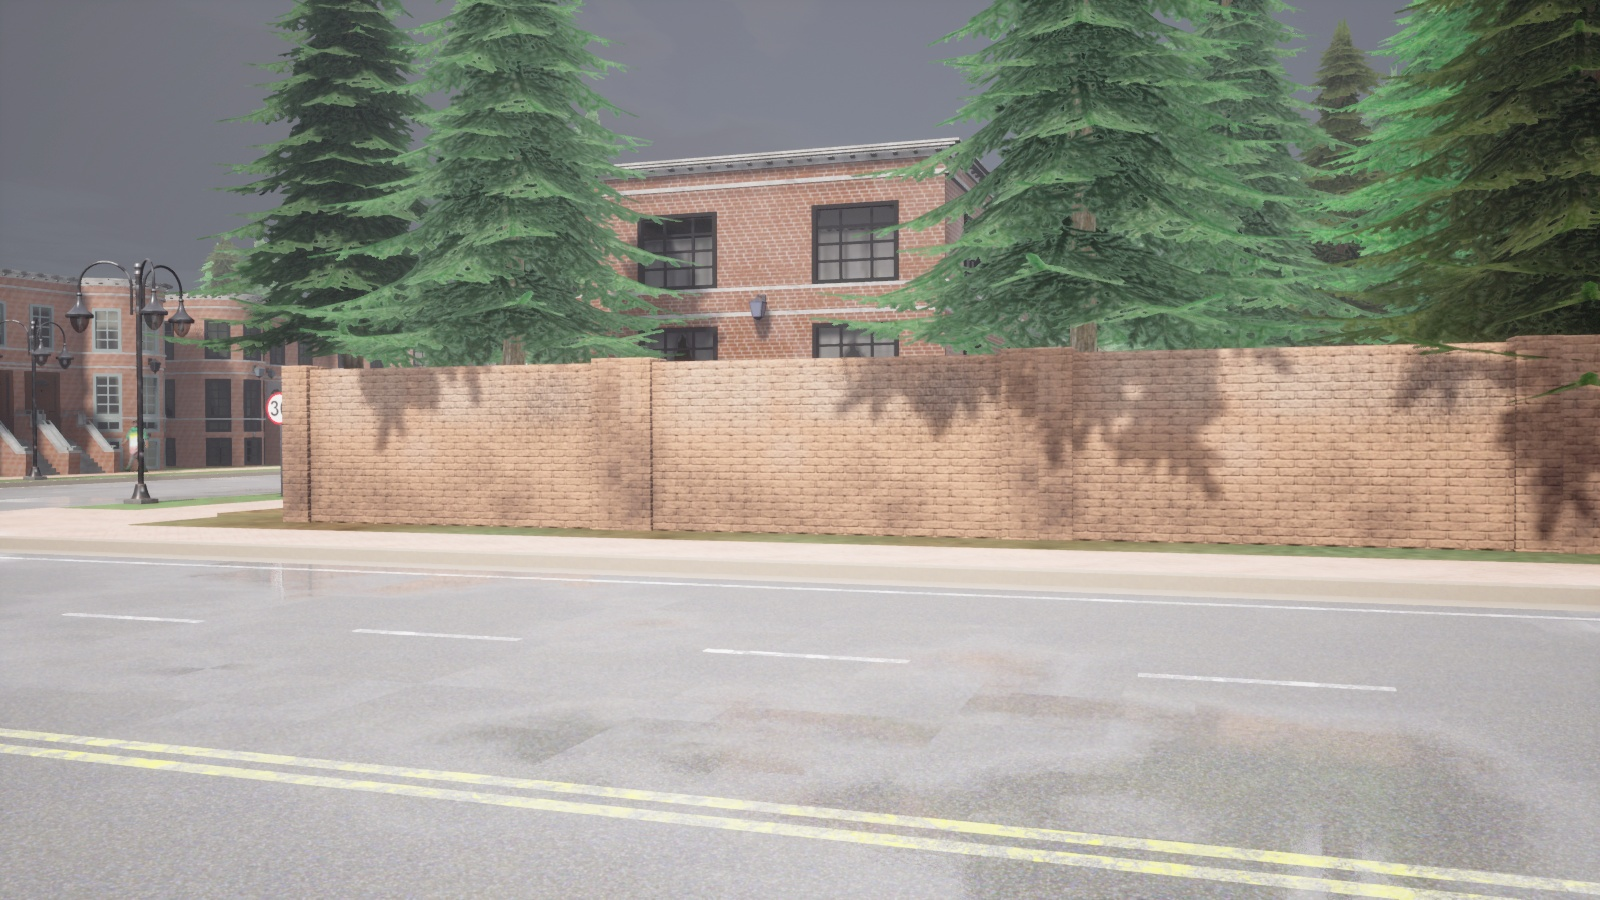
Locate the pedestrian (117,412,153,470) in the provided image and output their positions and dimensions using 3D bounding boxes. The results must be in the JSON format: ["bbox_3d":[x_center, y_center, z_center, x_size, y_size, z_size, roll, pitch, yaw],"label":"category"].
[{"bbox_3d":[-22.674,-0.316,42.824,0.659,1.952,0.873,1,1,20],"label":"pedestrian"}]
